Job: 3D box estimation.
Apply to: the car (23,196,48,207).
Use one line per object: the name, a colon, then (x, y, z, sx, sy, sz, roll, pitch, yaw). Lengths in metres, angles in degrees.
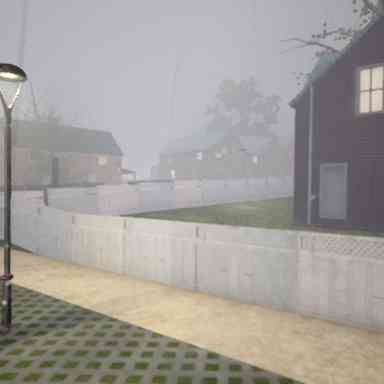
car: (-9.335, 0.473, 23.474, 4.718, 1.301, 1.895, -4, 4, -40)
